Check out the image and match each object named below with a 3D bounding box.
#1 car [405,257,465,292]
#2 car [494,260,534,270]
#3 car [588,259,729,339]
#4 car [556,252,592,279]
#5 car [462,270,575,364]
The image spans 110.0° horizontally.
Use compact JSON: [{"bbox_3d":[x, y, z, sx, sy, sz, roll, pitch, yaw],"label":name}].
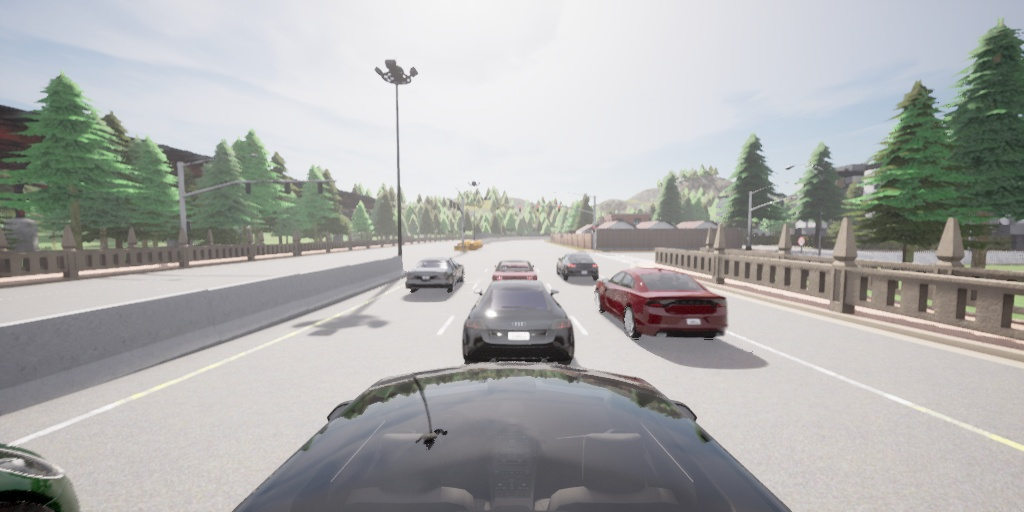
[{"bbox_3d":[-3.390,0.751,16.615,2.033,1.411,5.357,0,3,0],"label":"car"},{"bbox_3d":[0.109,0.807,16.553,1.895,1.301,4.718,0,3,0],"label":"car"},{"bbox_3d":[3.605,1.052,9.575,1.882,1.535,5.008,0,2,0],"label":"car"},{"bbox_3d":[3.613,0.517,20.150,1.812,1.442,4.674,0,3,0],"label":"car"},{"bbox_3d":[0.105,1.200,7.793,1.994,1.385,4.181,0,2,0],"label":"car"}]
